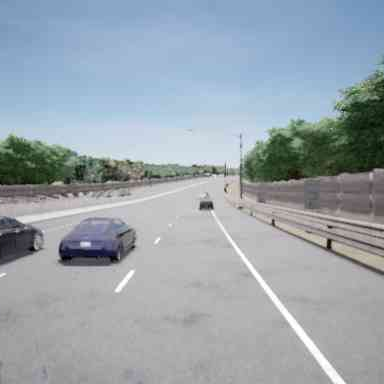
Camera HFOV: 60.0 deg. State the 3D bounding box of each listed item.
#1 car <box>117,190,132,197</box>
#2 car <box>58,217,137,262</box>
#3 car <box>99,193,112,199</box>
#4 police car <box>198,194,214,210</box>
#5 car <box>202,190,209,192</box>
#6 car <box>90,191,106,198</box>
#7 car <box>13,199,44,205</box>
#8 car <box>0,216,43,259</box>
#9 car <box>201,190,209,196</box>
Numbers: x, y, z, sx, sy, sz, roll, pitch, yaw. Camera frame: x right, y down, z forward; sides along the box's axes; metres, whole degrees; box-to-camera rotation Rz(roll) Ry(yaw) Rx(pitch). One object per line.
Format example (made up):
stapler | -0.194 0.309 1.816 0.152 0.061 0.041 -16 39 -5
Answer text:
car | -15.123 0.501 74.796 2.150 2.045 5.566 0 2 4
car | -3.319 1.612 12.437 1.994 1.385 4.181 0 0 1
car | -18.782 0.983 72.349 2.128 1.511 4.902 0 1 3
police car | 1.863 1.438 43.347 1.930 1.638 5.238 0 0 2
car | 2.587 0.910 77.563 1.812 1.442 4.674 0 2 4
car | -21.937 0.602 77.912 2.033 1.411 5.357 0 2 4
car | -17.053 1.494 34.553 2.128 1.511 4.902 0 0 2
car | -6.832 1.545 11.307 1.837 1.490 4.892 0 0 1
car | 3.696 0.176 93.206 1.882 1.535 5.008 0 2 5
